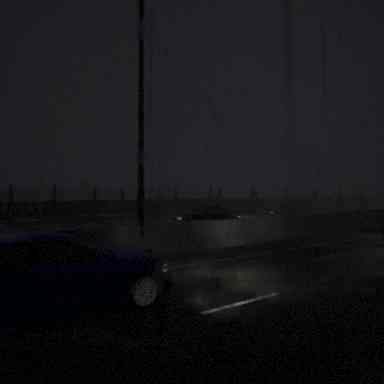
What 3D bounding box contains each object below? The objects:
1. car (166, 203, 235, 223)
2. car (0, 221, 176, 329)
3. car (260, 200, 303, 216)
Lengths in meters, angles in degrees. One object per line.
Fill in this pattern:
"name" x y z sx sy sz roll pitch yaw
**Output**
"car" 0.647 1.522 21.647 4.892 1.490 1.837 0 0 -35
"car" -2.731 1.479 6.097 5.008 1.535 1.882 0 0 -35
"car" 8.508 1.544 31.541 4.892 1.490 1.837 0 0 -35
